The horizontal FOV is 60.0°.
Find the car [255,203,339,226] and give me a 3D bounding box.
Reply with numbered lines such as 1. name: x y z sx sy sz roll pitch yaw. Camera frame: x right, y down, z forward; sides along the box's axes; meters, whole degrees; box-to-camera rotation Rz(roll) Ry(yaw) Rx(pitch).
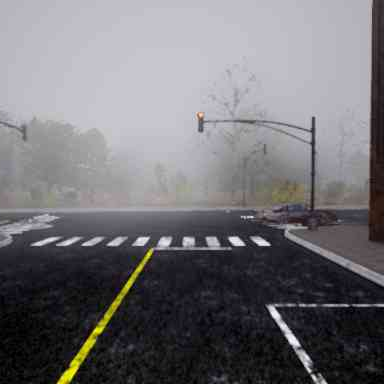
1. car: 7.028 1.473 22.453 5.357 1.411 2.033 0 1 -8
